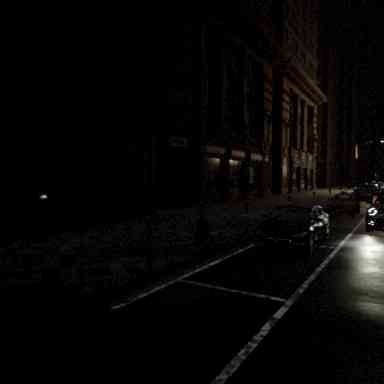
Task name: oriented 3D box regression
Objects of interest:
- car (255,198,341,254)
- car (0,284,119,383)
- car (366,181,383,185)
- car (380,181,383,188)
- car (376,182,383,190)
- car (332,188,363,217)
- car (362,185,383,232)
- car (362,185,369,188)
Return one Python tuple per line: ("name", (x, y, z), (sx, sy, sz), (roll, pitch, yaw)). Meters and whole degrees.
("car", (3.561, 1.084, 11.372), (2.008, 1.369, 4.403), (2, 3, 32))
("car", (-2.420, 1.470, 1.854), (1.887, 1.381, 4.507), (2, 3, 32))
("car", (21.507, -0.220, 39.923), (1.967, 1.590, 4.097), (2, 3, 32))
("car", (45.433, -1.841, 77.995), (1.967, 1.590, 4.097), (2, 3, 32))
("car", (36.370, -1.140, 63.578), (1.752, 1.417, 4.829), (2, 3, 32))
("car", (9.452, 0.671, 20.746), (1.752, 1.417, 4.829), (2, 3, 32))
("car", (8.903, 0.747, 14.512), (2.097, 1.767, 4.553), (1, 3, 32))
("car", (15.525, 0.323, 30.411), (1.802, 1.307, 4.206), (2, 3, 32))
